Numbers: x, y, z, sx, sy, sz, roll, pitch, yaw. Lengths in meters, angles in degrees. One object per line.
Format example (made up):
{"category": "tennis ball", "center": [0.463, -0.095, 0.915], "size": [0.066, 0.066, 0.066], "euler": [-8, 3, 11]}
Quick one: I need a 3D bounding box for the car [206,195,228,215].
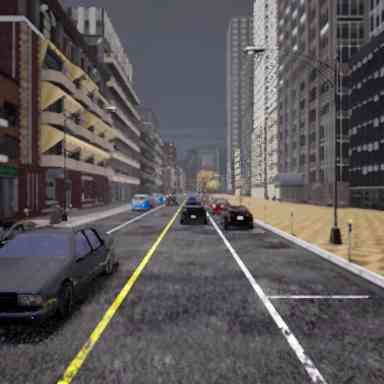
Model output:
{"category": "car", "center": [2.699, 1.321, 31.738], "size": [1.967, 1.590, 4.097], "euler": [0, 0, 0]}

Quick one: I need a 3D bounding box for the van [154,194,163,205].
{"category": "van", "center": [-5.679, 1.151, 53.831], "size": [1.690, 1.788, 3.998], "euler": [0, 0, 0]}

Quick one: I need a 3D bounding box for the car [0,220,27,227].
{"category": "car", "center": [-5.686, 1.527, 9.649], "size": [1.947, 1.339, 4.313], "euler": [0, 0, 0]}

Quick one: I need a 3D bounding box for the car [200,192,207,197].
{"category": "car", "center": [2.702, 1.250, 53.829], "size": [1.967, 1.590, 4.097], "euler": [0, 0, 0]}

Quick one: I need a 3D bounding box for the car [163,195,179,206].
{"category": "car", "center": [-2.996, 1.332, 50.796], "size": [1.837, 1.490, 4.892], "euler": [0, 0, 0]}

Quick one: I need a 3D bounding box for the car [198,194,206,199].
{"category": "car", "center": [2.707, 1.264, 92.489], "size": [2.008, 1.369, 4.403], "euler": [0, 0, 0]}

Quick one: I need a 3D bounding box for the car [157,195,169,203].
{"category": "car", "center": [-5.678, 1.330, 64.877], "size": [2.008, 1.369, 4.403], "euler": [0, 0, 0]}

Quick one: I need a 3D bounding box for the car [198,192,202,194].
{"category": "car", "center": [2.704, 1.309, 70.398], "size": [1.887, 1.381, 4.507], "euler": [0, 0, 0]}

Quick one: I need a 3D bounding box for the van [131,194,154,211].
{"category": "van", "center": [-5.681, 1.205, 37.263], "size": [1.690, 1.788, 3.998], "euler": [0, 0, 0]}

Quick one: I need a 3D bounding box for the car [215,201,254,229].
{"category": "car", "center": [2.697, 1.485, 20.693], "size": [1.947, 1.339, 4.313], "euler": [0, 0, 0]}

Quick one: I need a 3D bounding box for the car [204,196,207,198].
{"category": "car", "center": [2.699, 1.414, 37.261], "size": [2.008, 1.369, 4.403], "euler": [0, 0, 0]}

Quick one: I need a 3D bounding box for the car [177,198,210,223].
{"category": "car", "center": [0.104, 1.408, 24.568], "size": [1.837, 1.490, 4.892], "euler": [0, 0, 0]}

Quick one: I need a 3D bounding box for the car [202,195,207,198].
{"category": "car", "center": [2.700, 1.395, 42.785], "size": [2.008, 1.369, 4.403], "euler": [0, 0, 0]}

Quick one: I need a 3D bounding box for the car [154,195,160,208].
{"category": "car", "center": [-5.681, 1.390, 42.786], "size": [1.887, 1.381, 4.507], "euler": [0, 0, 0]}

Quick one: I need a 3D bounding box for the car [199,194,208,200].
{"category": "car", "center": [2.706, 1.289, 81.444], "size": [2.008, 1.369, 4.403], "euler": [0, 0, 0]}

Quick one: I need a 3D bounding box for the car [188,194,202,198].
{"category": "car", "center": [0.108, 1.358, 46.662], "size": [1.812, 1.442, 4.674], "euler": [0, 0, 0]}

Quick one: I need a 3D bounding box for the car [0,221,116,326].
{"category": "car", "center": [-3.099, 1.517, 7.507], "size": [2.033, 1.411, 5.357], "euler": [0, 0, 0]}
